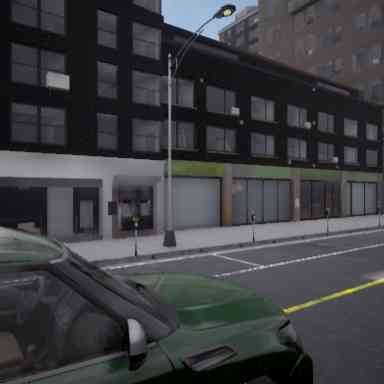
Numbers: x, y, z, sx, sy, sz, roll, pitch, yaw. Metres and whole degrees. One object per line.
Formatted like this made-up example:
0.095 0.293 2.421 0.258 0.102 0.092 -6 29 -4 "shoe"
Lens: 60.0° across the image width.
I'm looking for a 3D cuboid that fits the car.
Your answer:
-1.608 1.230 2.134 5.566 2.045 2.150 0 0 -35 "car"
